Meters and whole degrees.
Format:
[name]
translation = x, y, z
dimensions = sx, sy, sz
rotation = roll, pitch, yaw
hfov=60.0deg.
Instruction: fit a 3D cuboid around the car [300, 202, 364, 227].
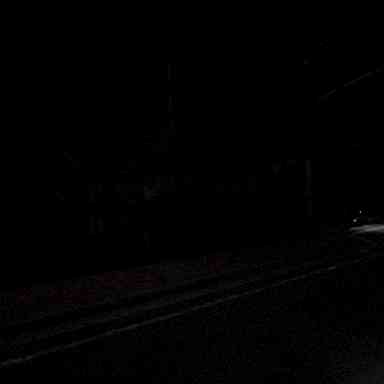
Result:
[car]
translation = 7.535, 1.263, 19.822
dimensions = 1.895, 1.301, 4.718
rotation = -2, 1, -35
